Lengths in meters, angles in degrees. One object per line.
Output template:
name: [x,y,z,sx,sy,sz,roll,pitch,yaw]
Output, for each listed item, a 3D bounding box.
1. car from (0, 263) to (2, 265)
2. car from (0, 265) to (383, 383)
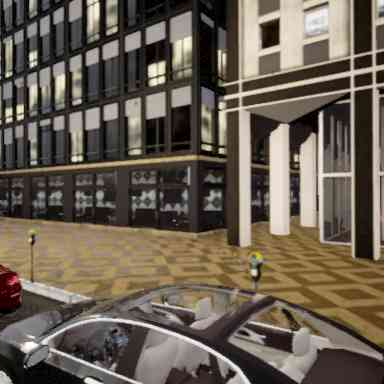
car: [-4.860,1.637,6.334,4.206,1.307,1.802,0,0,35]
car: [-0.221,1.564,3.028,4.403,1.369,2.008,-1,0,35]
